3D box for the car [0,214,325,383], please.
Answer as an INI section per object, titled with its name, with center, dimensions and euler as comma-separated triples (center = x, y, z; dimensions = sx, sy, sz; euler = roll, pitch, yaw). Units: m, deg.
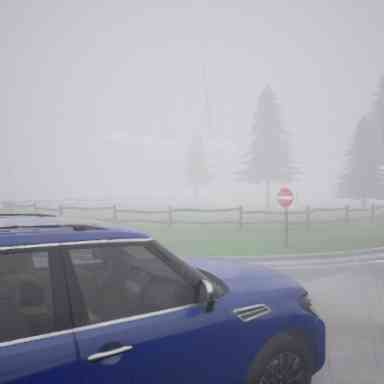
[car]
center = -1.205, 1.222, 2.887
dimensions = 5.566, 2.045, 2.150
euler = 0, 0, -35
